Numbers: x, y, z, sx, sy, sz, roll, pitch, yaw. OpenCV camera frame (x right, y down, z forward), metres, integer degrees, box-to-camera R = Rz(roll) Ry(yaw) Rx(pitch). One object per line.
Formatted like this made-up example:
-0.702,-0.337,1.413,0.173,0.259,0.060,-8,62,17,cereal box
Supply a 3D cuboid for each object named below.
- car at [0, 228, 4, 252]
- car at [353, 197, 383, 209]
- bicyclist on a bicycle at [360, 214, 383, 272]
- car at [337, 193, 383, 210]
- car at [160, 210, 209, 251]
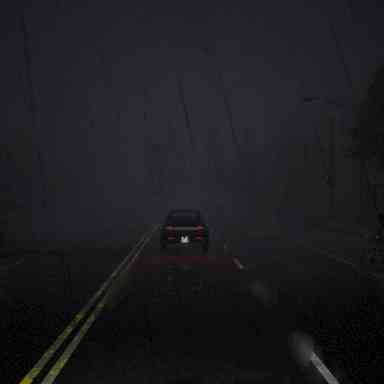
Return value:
-7.343,1.506,9.546,1.837,1.490,4.892,0,0,-2,car
21.902,1.545,38.869,4.718,1.301,1.895,0,0,-2,car
5.535,1.447,9.379,1.656,1.620,0.582,-2,0,-2,bicyclist on a bicycle
21.546,1.165,42.357,5.566,2.045,2.150,0,0,-2,car
-0.325,1.491,14.102,2.128,1.511,4.902,0,0,-2,car
